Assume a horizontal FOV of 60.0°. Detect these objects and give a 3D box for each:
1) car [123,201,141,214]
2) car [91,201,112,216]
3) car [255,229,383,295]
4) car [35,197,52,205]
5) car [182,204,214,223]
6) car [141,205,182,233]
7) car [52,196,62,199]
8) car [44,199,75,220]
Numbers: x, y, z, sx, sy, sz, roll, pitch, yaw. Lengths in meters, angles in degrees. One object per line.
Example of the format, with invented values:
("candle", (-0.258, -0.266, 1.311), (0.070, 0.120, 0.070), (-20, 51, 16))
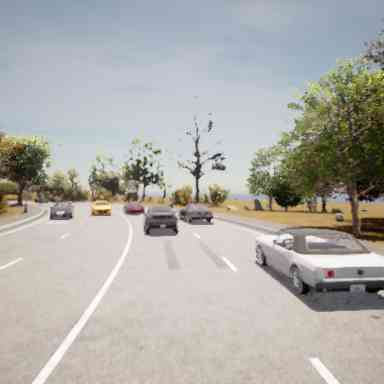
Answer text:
("car", (-6.703, 1.767, 38.053), (1.994, 1.385, 4.181), (0, 0, -19))
("car", (-9.485, 1.669, 34.846), (1.882, 1.535, 5.008), (0, 0, -19))
("car", (3.111, 1.634, 8.808), (1.895, 1.301, 4.718), (0, 0, -5))
("car", (-30.492, 1.785, 67.352), (1.837, 1.490, 4.892), (0, 0, -38))
("car", (0.227, 1.682, 27.077), (2.033, 1.411, 5.357), (0, 0, -13))
("car", (-1.991, 1.610, 20.413), (1.837, 1.490, 4.892), (0, 0, -10))
("car", (-29.153, 1.703, 71.286), (2.128, 1.511, 4.902), (0, 0, -38))
("car", (-11.717, 1.664, 30.234), (2.128, 1.511, 4.902), (0, 0, -16))
